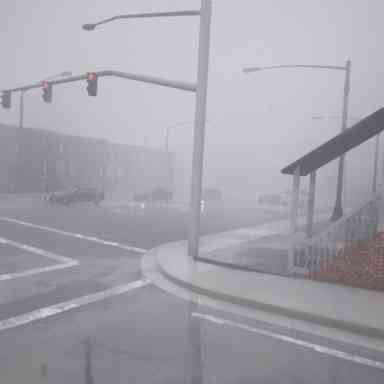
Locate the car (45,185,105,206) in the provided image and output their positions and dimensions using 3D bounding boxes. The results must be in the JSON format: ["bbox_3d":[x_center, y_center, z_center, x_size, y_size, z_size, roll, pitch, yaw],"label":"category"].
[{"bbox_3d":[-9.253,0.231,26.638,2.128,1.511,4.902,5,3,36],"label":"car"}]

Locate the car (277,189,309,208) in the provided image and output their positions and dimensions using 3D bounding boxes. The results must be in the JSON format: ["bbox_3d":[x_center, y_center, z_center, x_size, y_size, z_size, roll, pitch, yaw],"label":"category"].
[{"bbox_3d":[12.110,0.682,38.012,2.150,2.045,5.566,5,3,36],"label":"car"}]

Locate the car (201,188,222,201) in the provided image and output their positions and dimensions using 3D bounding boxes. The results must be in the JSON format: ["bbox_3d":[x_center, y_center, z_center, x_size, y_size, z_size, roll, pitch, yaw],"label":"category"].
[{"bbox_3d":[2.023,0.250,42.270,1.837,1.490,4.892,5,3,36],"label":"car"}]

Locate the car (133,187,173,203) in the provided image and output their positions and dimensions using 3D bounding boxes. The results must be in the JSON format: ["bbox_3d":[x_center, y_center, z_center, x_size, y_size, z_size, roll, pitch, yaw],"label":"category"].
[{"bbox_3d":[-3.913,0.247,34.053,1.837,1.490,4.892,5,3,36],"label":"car"}]

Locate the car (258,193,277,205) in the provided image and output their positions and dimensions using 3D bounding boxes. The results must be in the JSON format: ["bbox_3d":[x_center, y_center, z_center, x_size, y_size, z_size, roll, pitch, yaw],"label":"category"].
[{"bbox_3d":[9.719,0.790,40.710,1.994,1.385,4.181,5,3,36],"label":"car"}]
